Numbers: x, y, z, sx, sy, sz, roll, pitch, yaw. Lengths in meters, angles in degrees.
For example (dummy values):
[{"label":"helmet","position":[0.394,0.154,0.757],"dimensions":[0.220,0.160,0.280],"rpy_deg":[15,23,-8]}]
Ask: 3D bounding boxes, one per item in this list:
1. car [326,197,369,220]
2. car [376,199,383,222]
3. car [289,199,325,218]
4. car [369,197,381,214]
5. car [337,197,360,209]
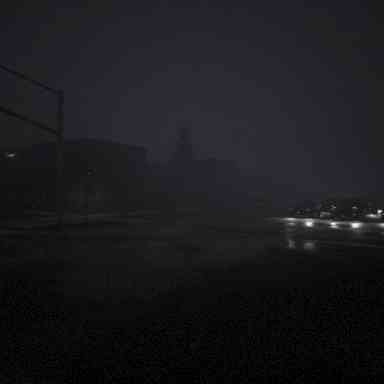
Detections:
[{"label":"car","position":[13.107,1.315,27.925],"dimensions":[2.097,1.767,4.553],"rpy_deg":[0,0,35]},{"label":"car","position":[16.038,1.535,26.016],"dimensions":[2.033,1.411,5.357],"rpy_deg":[0,0,35]},{"label":"car","position":[10.255,1.465,29.924],"dimensions":[1.812,1.442,4.674],"rpy_deg":[0,0,34]},{"label":"car","position":[18.575,1.315,35.758],"dimensions":[2.097,1.767,4.553],"rpy_deg":[0,0,35]},{"label":"car","position":[22.066,1.486,46.824],"dimensions":[2.033,1.411,5.357],"rpy_deg":[0,0,35]}]
